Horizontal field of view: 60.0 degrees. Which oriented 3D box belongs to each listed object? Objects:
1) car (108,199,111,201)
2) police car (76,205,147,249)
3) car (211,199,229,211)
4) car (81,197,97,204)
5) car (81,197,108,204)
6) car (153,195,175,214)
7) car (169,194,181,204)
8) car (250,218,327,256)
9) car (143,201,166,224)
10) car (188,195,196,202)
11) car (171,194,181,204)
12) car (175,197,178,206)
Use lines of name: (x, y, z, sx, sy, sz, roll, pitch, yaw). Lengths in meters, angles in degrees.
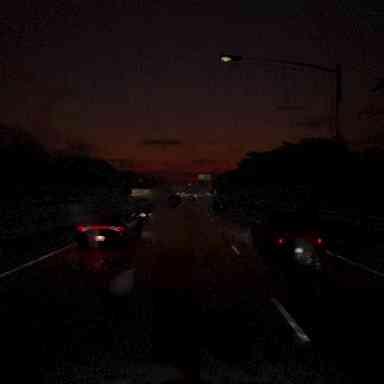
car: (-17.494, 1.772, 65.492, 1.895, 1.301, 4.718, 0, 0, 0)
police car: (-3.498, 1.588, 15.034, 2.038, 1.542, 4.974, 0, 0, 0)
car: (3.604, 1.662, 42.934, 2.128, 1.511, 4.902, 0, 0, 0)
car: (-20.993, 1.733, 67.736, 1.812, 1.442, 4.674, 0, 0, 0)
car: (-14.052, 1.660, 48.086, 1.882, 1.535, 5.008, 0, 0, 0)
car: (-3.433, 1.509, 37.187, 2.097, 1.767, 4.553, 0, 0, 2)
car: (-3.493, 1.441, 70.066, 2.150, 2.045, 5.566, 0, 0, 0)
car: (3.603, 1.676, 13.383, 1.895, 1.301, 4.718, 0, 0, 0)
car: (-3.497, 1.674, 26.033, 2.033, 1.411, 5.357, 0, 0, 0)
car: (0.008, 1.721, 82.362, 1.837, 1.490, 4.892, 0, 0, 0)
car: (-3.494, 1.636, 59.036, 2.033, 1.649, 4.856, 0, 0, 0)
car: (-3.495, 1.746, 48.035, 1.994, 1.385, 4.181, 0, 0, 0)
